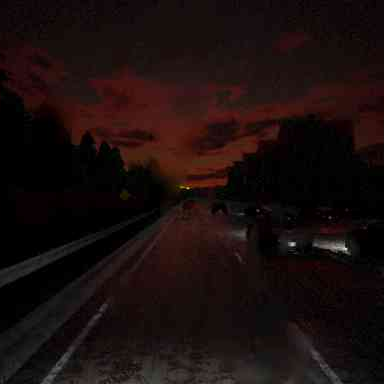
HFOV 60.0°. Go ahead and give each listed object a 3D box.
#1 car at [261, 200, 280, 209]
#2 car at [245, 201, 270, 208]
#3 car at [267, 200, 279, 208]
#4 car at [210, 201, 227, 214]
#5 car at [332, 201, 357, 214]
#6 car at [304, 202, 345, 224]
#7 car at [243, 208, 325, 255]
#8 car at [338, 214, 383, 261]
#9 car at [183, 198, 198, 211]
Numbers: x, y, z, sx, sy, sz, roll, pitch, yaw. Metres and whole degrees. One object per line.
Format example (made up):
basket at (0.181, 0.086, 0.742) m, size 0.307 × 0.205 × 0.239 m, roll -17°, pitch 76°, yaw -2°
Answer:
car at (13.748, 2.151, 58.567) m, size 2.033 × 1.411 × 5.357 m, roll 0°, pitch -1°, yaw -1°
car at (6.916, 1.951, 36.884) m, size 1.994 × 1.385 × 4.181 m, roll 0°, pitch -1°, yaw 0°
car at (10.359, 2.083, 46.635) m, size 1.895 × 1.301 × 4.718 m, roll 0°, pitch -1°, yaw 0°
car at (3.386, 1.969, 42.643) m, size 1.837 × 1.490 × 4.892 m, roll 0°, pitch 0°, yaw 0°
car at (13.943, 1.662, 32.079) m, size 2.097 × 1.767 × 4.553 m, roll 0°, pitch -1°, yaw 0°
car at (10.467, 1.797, 27.518) m, size 1.812 × 1.442 × 4.674 m, roll 0°, pitch -1°, yaw 0°
car at (3.517, 1.638, 14.098) m, size 2.128 × 1.511 × 4.902 m, roll 0°, pitch 0°, yaw 0°
car at (7.052, 1.668, 11.442) m, size 1.994 × 1.385 × 4.181 m, roll 0°, pitch -1°, yaw 0°
car at (-0.257, 1.902, 49.515) m, size 2.097 × 1.767 × 4.553 m, roll 0°, pitch -1°, yaw -1°
